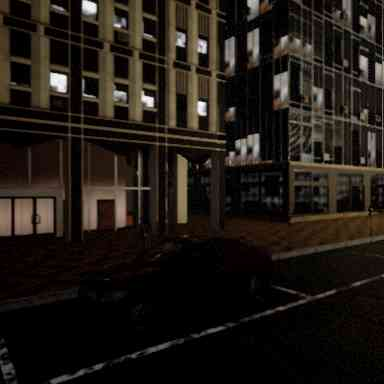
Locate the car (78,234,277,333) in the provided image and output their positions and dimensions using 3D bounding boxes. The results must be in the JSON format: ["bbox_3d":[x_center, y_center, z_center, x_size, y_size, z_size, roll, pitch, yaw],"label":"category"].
[{"bbox_3d":[-0.075,1.552,6.679,4.206,1.307,1.802,-1,1,-36],"label":"car"}]
